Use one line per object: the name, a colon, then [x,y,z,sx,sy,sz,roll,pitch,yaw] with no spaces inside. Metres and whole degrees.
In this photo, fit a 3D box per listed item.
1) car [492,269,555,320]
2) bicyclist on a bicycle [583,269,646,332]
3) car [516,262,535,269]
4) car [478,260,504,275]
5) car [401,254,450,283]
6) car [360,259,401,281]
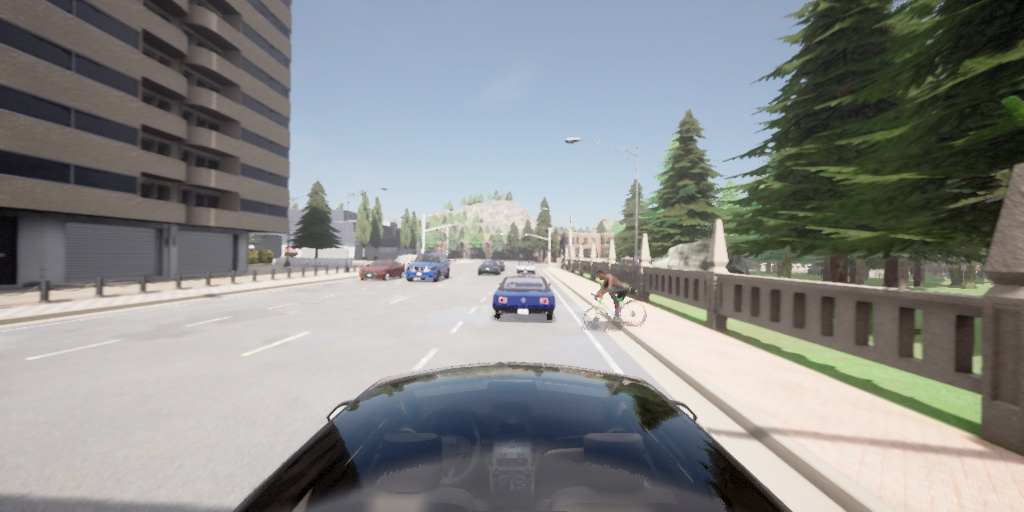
car: [0.439,1.320,12.633,1.895,1.301,4.718,1,0,3]
bicyclist on a bicycle: [2.602,1.128,9.335,1.656,1.620,0.582,-8,0,2]
car: [1.445,1.248,37.717,1.895,1.301,4.718,1,0,3]
car: [-2.175,1.163,35.069,1.994,1.385,4.181,1,0,2]
car: [-6.070,0.842,26.664,2.150,2.045,5.566,1,0,2]
car: [-9.569,1.025,26.835,1.882,1.535,5.008,1,0,2]
